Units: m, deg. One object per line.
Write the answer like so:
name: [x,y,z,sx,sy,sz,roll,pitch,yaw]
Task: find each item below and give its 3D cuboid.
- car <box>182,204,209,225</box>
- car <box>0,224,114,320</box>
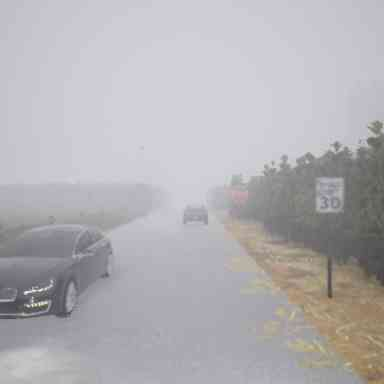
car: [0.259,1.637,25.630,2.128,1.511,4.902,0,0,0]
car: [-3.148,1.570,7.697,1.837,1.490,4.892,0,-1,1]
